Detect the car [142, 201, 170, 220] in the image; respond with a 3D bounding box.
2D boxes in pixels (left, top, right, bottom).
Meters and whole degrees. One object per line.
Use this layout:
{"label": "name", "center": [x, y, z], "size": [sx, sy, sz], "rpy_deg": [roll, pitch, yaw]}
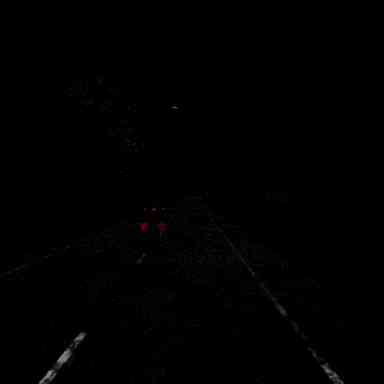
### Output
{"label": "car", "center": [-3.203, 1.558, 30.384], "size": [2.097, 1.767, 4.553], "rpy_deg": [0, 0, 1]}
